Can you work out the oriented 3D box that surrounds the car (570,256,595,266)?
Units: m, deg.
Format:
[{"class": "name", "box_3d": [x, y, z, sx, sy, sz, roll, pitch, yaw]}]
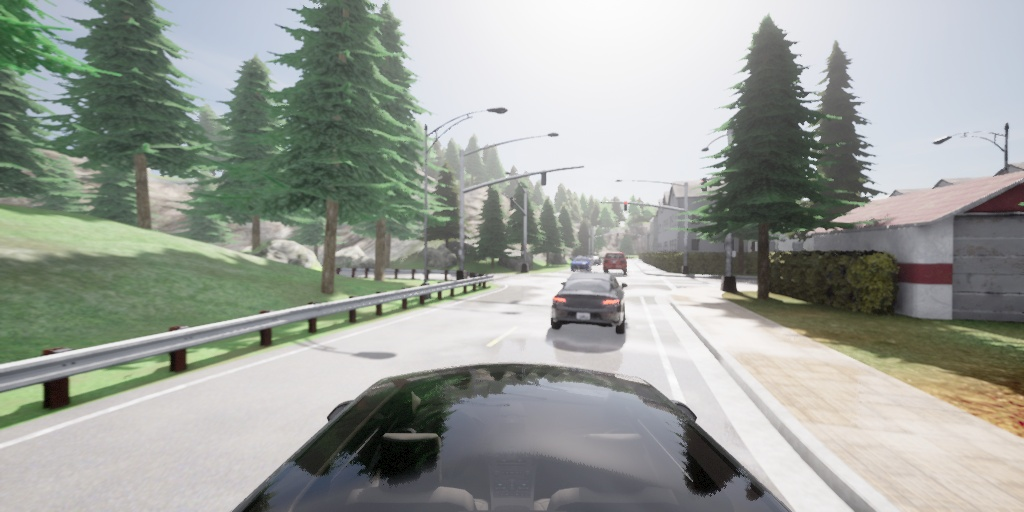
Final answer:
[{"class": "car", "box_3d": [7.672, 0.856, 39.666, 1.882, 1.535, 5.008, 0, 1, 18]}]

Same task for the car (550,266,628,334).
[{"class": "car", "box_3d": [2.311, 1.193, 10.386, 1.812, 1.442, 4.674, 0, 0, 17]}]

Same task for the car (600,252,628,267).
[{"class": "car", "box_3d": [10.124, 0.658, 35.152, 2.150, 2.045, 5.566, 0, 1, 18]}]

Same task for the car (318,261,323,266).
[{"class": "car", "box_3d": [-19.045, 0.700, 32.589, 4.553, 1.767, 2.097, 0, 1, 17]}]

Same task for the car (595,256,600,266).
[{"class": "car", "box_3d": [12.653, 0.725, 55.342, 2.128, 1.511, 4.902, 0, 1, 18]}]
